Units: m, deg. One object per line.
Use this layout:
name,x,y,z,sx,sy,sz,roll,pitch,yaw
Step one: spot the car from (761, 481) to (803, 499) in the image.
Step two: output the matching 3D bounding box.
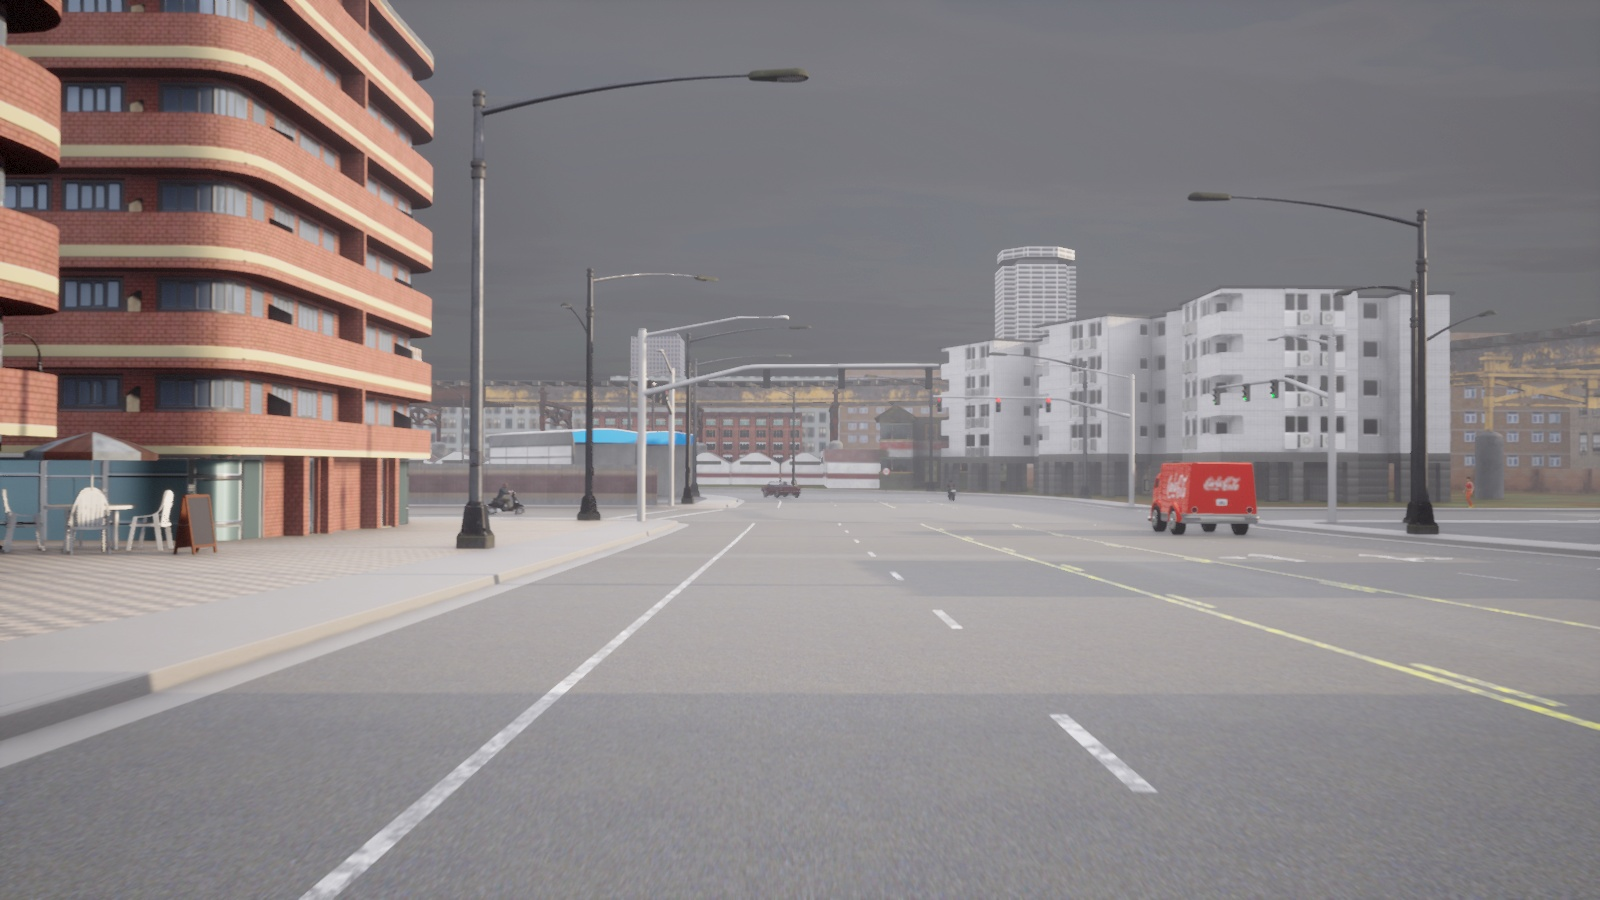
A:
car,-1.414,3.103,98.354,1.895,1.301,4.718,0,-1,-19

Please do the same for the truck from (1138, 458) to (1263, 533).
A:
truck,13.902,1.570,43.990,2.627,2.467,5.204,0,-2,-1

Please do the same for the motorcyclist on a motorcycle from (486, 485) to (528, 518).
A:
motorcyclist on a motorcycle,-14.247,2.494,61.081,1.817,1.590,0.866,0,-1,-3
